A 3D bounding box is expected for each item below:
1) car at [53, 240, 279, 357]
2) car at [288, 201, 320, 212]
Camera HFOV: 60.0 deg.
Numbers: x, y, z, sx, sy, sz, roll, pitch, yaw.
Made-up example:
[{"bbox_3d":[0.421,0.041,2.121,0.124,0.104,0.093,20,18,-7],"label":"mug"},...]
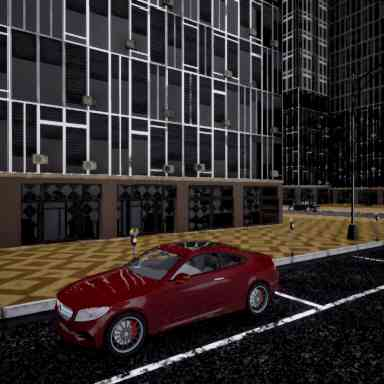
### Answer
[{"bbox_3d":[-0.209,1.582,5.951,4.206,1.307,1.802,0,0,-35],"label":"car"},{"bbox_3d":[15.182,1.899,45.290,2.008,1.369,4.403,-1,0,-36],"label":"car"}]
